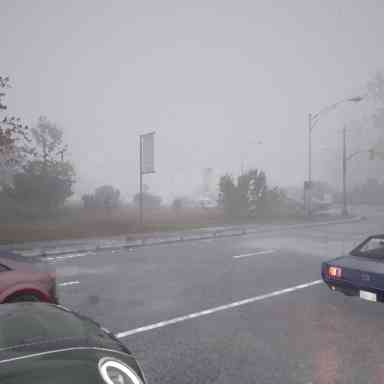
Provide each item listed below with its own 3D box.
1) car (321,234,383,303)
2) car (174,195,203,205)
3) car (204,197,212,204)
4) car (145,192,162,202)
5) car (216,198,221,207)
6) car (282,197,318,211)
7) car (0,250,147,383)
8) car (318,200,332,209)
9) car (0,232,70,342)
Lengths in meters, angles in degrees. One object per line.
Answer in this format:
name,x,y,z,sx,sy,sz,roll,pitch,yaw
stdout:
car,4.989,1.573,7.289,4.718,1.301,1.895,0,0,-35
car,-0.969,1.287,51.752,2.128,1.511,4.902,-1,0,-38
car,1.279,1.291,54.546,1.812,1.442,4.674,-1,0,-38
car,-7.564,1.021,60.079,2.150,2.045,5.566,-1,0,-38
car,5.245,1.142,43.967,2.097,1.767,4.553,-1,0,-39
car,10.947,1.291,36.839,1.837,1.490,4.892,-1,0,-39
car,-2.483,1.352,1.952,4.553,1.767,2.097,0,0,-36
car,13.580,1.303,39.150,2.033,1.411,5.357,-1,0,-39
car,-4.338,1.564,5.197,4.181,1.385,1.994,0,0,-35
